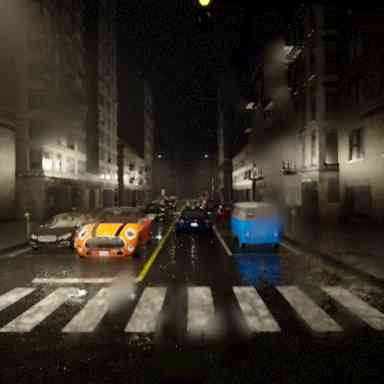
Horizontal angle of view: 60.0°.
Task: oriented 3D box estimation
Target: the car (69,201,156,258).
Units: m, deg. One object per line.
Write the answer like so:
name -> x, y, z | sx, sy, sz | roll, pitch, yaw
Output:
car -> -2.834, 1.402, 12.978 | 2.097, 1.767, 4.553 | 0, 0, 0

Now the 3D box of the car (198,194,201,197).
car -> 2.723, 1.705, 65.622 | 2.008, 1.369, 4.403 | 0, 0, 0

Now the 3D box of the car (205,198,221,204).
car -> 2.684, 1.668, 37.216 | 1.802, 1.307, 4.206 | 0, 0, 0

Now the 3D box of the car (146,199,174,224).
car -> -2.810, 1.582, 25.896 | 2.128, 1.511, 4.902 | 0, 0, 0

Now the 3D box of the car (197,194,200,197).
car -> 2.739, 1.748, 76.985 | 1.947, 1.339, 4.313 | 0, 0, 0

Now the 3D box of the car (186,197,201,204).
car -> 0.154, 1.721, 44.405 | 1.895, 1.301, 4.718 | 0, 0, 0

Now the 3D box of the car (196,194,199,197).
car -> 2.754, 1.734, 88.517 | 1.752, 1.417, 4.829 | 0, 0, 0

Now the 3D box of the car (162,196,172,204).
car -> -5.295, 1.662, 71.312 | 1.967, 1.590, 4.097 | 0, 0, 0

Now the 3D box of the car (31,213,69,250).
car -> -5.373, 1.623, 14.493 | 2.008, 1.369, 4.403 | 0, 0, 0

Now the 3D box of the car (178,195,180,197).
car -> -5.263, 1.825, 94.038 | 2.008, 1.369, 4.403 | 0, 0, 0

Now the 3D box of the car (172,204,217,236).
car -> 0.121, 1.612, 18.737 | 1.994, 1.385, 4.181 | 0, 0, 0

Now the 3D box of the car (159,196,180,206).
car -> -2.761, 1.640, 41.654 | 1.837, 1.490, 4.892 | 0, -1, 0

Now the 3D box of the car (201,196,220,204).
car -> 2.690, 1.414, 42.898 | 2.192, 1.841, 5.009 | 0, 0, 0

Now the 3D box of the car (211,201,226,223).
car -> 2.668, 1.636, 25.853 | 1.802, 1.307, 4.206 | 0, 0, 0

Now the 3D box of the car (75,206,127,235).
car -> -5.365, 1.634, 20.175 | 1.887, 1.381, 4.507 | 0, 0, 0

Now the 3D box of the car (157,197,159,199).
car -> -5.333, 1.719, 42.903 | 1.947, 1.339, 4.313 | 0, 0, 0

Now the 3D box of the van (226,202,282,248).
van -> 2.651, 1.360, 14.492 | 1.690, 1.788, 3.998 | 0, 0, 0
